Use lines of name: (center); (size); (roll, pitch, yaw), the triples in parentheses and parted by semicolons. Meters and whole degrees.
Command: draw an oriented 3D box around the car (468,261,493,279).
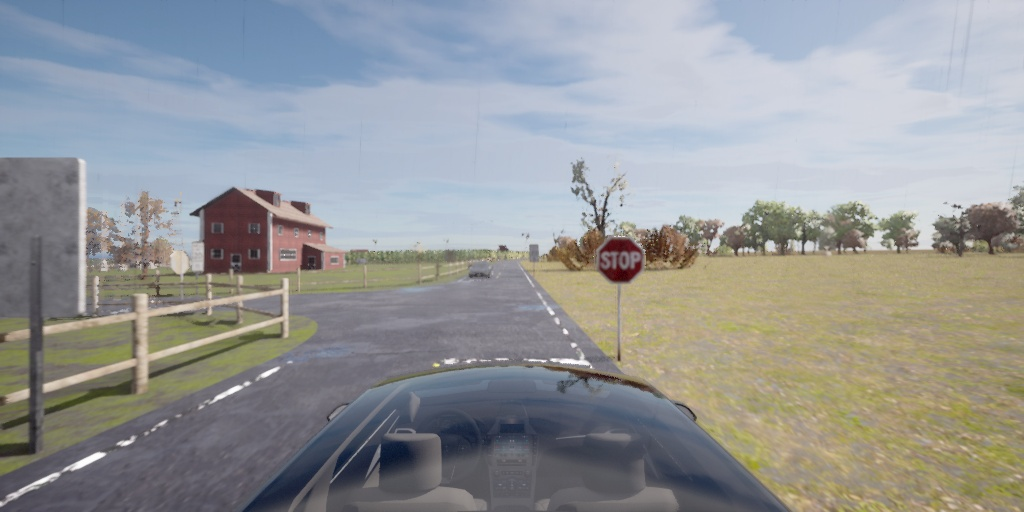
car: (-2.716, 1.229, 31.677); (1.837, 1.490, 4.892); (0, 2, 0)
